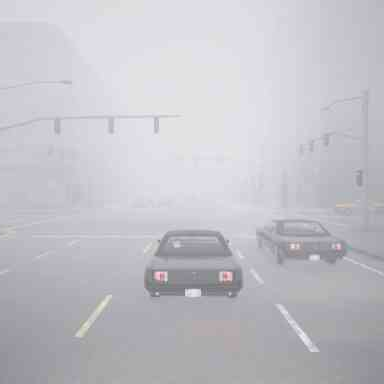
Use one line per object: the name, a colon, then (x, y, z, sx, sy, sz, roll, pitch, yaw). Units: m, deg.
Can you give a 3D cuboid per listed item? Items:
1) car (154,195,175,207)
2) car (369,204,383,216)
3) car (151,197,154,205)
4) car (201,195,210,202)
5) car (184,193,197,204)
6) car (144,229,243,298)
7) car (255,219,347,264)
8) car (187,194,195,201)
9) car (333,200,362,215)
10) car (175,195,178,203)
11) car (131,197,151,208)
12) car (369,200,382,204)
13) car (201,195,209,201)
car: (-4.079, 1.547, 50.240, 2.033, 1.411, 5.357, 0, 0, 0)
car: (3.592, 1.221, 1.882, 2.150, 2.045, 5.566, 0, 0, 0)
car: (-7.533, 1.547, 58.398, 2.033, 1.411, 5.357, 0, 0, 0)
car: (3.227, 1.595, 77.387, 1.895, 1.301, 4.718, 0, 0, 1)
car: (-0.296, 1.221, 63.676, 2.150, 2.045, 5.566, 0, 0, 0)
car: (0.036, 1.601, 8.451, 1.895, 1.301, 4.718, 0, 0, 0)
car: (3.538, 1.601, 11.810, 1.895, 1.301, 4.718, 0, 0, 0)
car: (-0.183, 1.355, 87.230, 2.097, 1.767, 4.553, 0, 0, 1)
car: (17.179, 1.533, 34.261, 5.008, 1.535, 1.882, 0, 0, 0)
car: (-4.001, 1.505, 60.083, 1.837, 1.490, 4.892, 0, 0, 1)
car: (-7.560, 1.505, 47.830, 1.837, 1.490, 4.892, 0, 0, 0)
car: (19.245, 1.547, 30.761, 4.902, 1.511, 2.128, 0, 0, 0)
car: (3.318, 1.552, 87.362, 1.994, 1.385, 4.181, 0, 0, 1)
